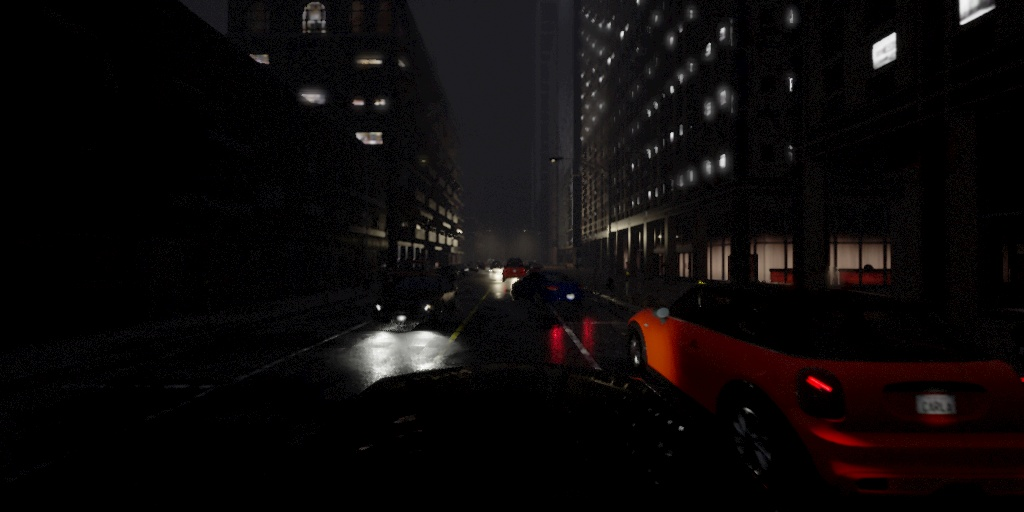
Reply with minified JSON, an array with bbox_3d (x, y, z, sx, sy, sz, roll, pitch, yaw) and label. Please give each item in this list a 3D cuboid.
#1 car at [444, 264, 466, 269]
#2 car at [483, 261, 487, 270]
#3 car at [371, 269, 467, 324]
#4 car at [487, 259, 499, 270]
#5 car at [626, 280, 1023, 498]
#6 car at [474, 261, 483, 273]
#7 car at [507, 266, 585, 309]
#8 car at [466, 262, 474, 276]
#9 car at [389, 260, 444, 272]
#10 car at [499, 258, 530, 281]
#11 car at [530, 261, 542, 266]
[{"bbox_3d":[-5.504,1.459,31.474,1.948,1.339,4.313,0,0,0],"label":"car"},{"bbox_3d":[-5.321,1.589,59.716,1.888,1.381,4.507,0,0,0],"label":"car"},{"bbox_3d":[-3.036,1.348,12.546,2.033,1.411,5.357,0,0,0],"label":"car"},{"bbox_3d":[-2.635,1.558,59.517,1.837,1.490,4.892,0,-1,0],"label":"car"},{"bbox_3d":[3.128,1.118,4.761,2.097,1.767,4.553,0,0,0],"label":"car"},{"bbox_3d":[-5.396,1.507,48.248,1.751,1.417,4.829,0,0,0],"label":"car"},{"bbox_3d":[1.452,1.341,15.477,1.812,1.442,4.674,0,0,-18],"label":"car"},{"bbox_3d":[-5.467,1.472,37.122,2.007,1.370,4.403,0,0,0],"label":"car"},{"bbox_3d":[-5.577,1.152,20.177,2.192,1.841,5.009,0,0,0],"label":"car"},{"bbox_3d":[0.252,1.246,31.507,2.097,1.767,4.553,0,0,1],"label":"car"},{"bbox_3d":[2.949,1.535,42.716,1.802,1.307,4.207,0,0,0],"label":"car"}]
